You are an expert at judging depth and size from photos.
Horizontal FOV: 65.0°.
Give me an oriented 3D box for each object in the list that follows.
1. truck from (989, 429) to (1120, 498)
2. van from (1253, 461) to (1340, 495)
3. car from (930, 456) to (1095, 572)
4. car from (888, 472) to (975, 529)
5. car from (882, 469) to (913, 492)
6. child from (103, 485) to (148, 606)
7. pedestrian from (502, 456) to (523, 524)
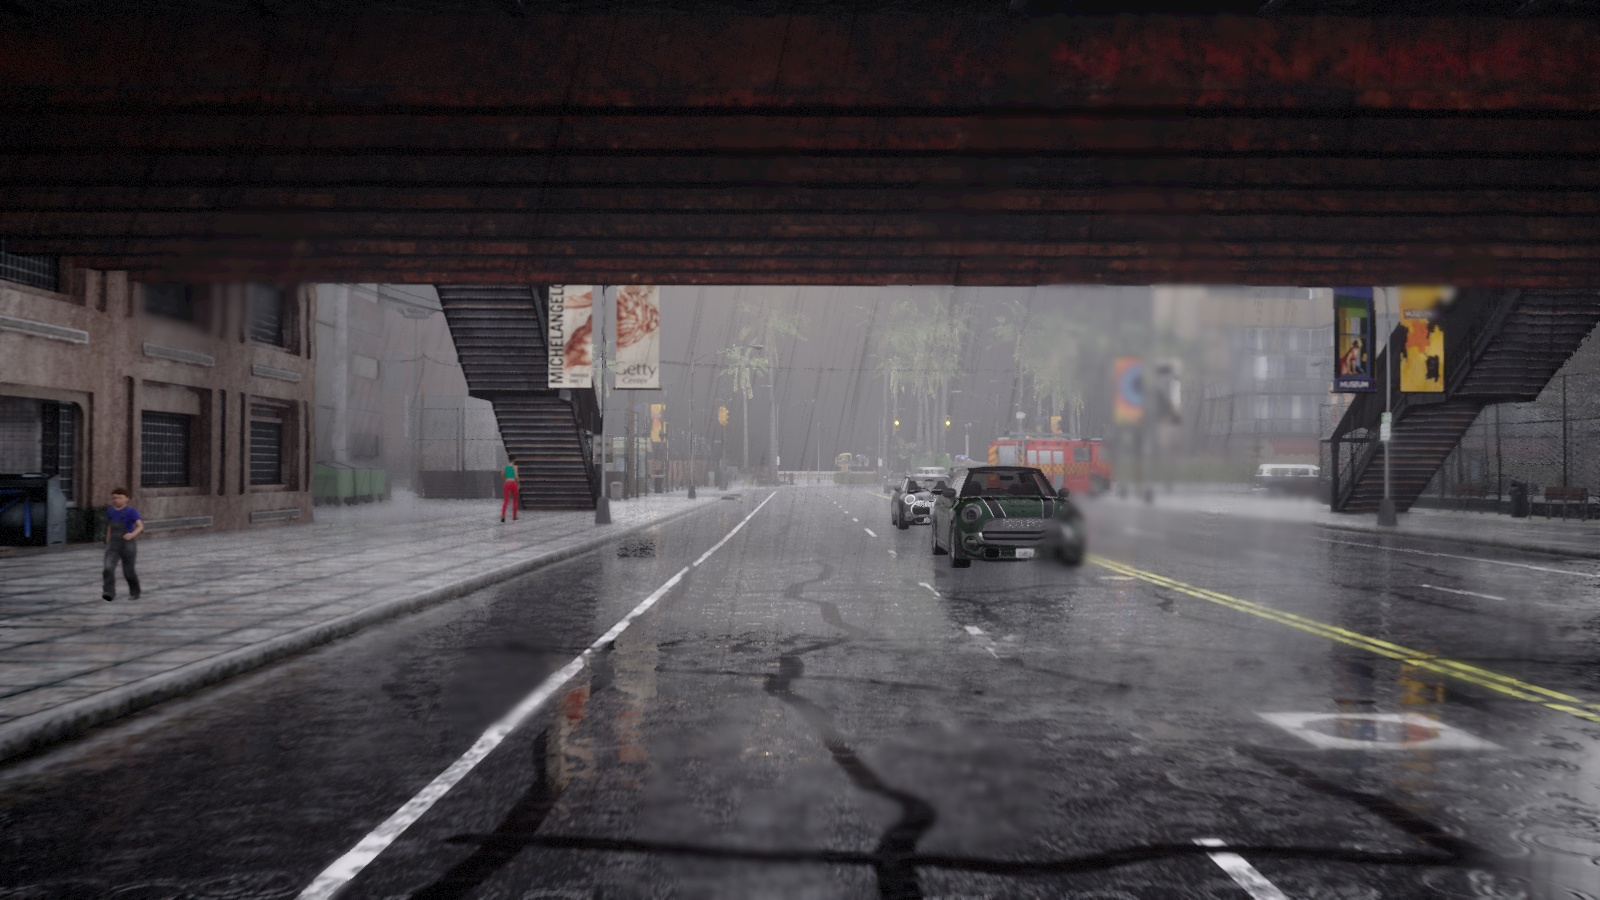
[{"bbox_3d":[14.923,0.816,73.217,8.468,3.827,2.891,1,-1,-41],"label":"truck"},{"bbox_3d":[30.511,1.710,77.285,4.480,2.038,2.069,0,-1,-1],"label":"van"},{"bbox_3d":[3.506,1.021,21.593,2.097,1.767,4.553,0,-1,0],"label":"car"},{"bbox_3d":[3.559,1.344,34.516,1.970,1.475,3.806,0,-1,0],"label":"car"},{"bbox_3d":[6.959,2.191,89.940,1.851,1.617,3.988,0,-1,0],"label":"car"},{"bbox_3d":[-7.173,1.004,13.369,0.270,1.263,0.437,0,-1,-5],"label":"child"},{"bbox_3d":[-7.820,1.074,34.141,0.345,1.836,0.594,0,-1,12],"label":"pedestrian"}]
